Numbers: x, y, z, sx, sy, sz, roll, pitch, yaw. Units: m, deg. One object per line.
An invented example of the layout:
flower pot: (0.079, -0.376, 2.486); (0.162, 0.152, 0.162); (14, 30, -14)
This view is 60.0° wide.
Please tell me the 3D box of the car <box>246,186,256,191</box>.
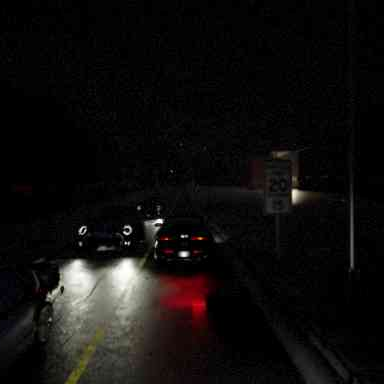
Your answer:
car: (16.634, -1.061, 93.911); (1.947, 1.339, 4.313); (0, 1, -1)

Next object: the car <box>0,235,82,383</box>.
car: (-2.931, 1.566, 3.466); (2.033, 1.411, 5.357); (-1, 0, -4)

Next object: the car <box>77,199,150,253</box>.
car: (-3.135, 1.347, 13.676); (2.097, 1.767, 4.553); (-1, 0, -2)

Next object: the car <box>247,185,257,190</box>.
car: (16.689, -1.175, 90.985); (1.802, 1.307, 4.206); (0, 1, -1)

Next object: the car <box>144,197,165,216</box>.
car: (-3.446, 1.225, 28.154); (2.097, 1.767, 4.553); (-1, 1, -1)

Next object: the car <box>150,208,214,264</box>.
car: (-0.269, 1.522, 11.821); (1.837, 1.490, 4.892); (0, 0, -1)
